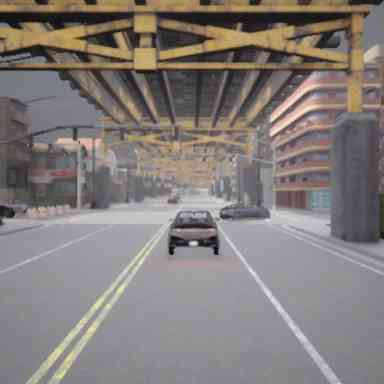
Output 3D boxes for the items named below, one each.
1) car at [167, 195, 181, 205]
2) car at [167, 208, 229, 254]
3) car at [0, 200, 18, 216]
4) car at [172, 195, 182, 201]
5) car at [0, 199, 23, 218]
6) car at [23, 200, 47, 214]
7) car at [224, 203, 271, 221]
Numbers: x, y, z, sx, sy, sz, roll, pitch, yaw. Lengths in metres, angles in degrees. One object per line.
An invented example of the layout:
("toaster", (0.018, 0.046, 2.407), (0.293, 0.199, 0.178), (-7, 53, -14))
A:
("car", (-3.514, 1.604, 60.632), (1.895, 1.301, 4.718), (0, 0, 1))
("car", (0.071, 1.494, 13.385), (2.128, 1.511, 4.902), (0, 0, 0))
("car", (-17.127, 1.275, 28.116), (4.536, 1.218, 1.853), (0, 0, 25))
("car", (-3.479, 1.388, 76.812), (2.033, 1.411, 5.357), (0, 0, 0))
("car", (-17.080, 1.433, 28.094), (4.974, 1.542, 2.038), (0, 0, 25))
("car", (-16.753, 1.434, 32.253), (4.974, 1.542, 2.038), (0, 0, -20))
("car", (4.396, 1.578, 27.353), (4.181, 1.385, 1.994), (0, 0, -25))
